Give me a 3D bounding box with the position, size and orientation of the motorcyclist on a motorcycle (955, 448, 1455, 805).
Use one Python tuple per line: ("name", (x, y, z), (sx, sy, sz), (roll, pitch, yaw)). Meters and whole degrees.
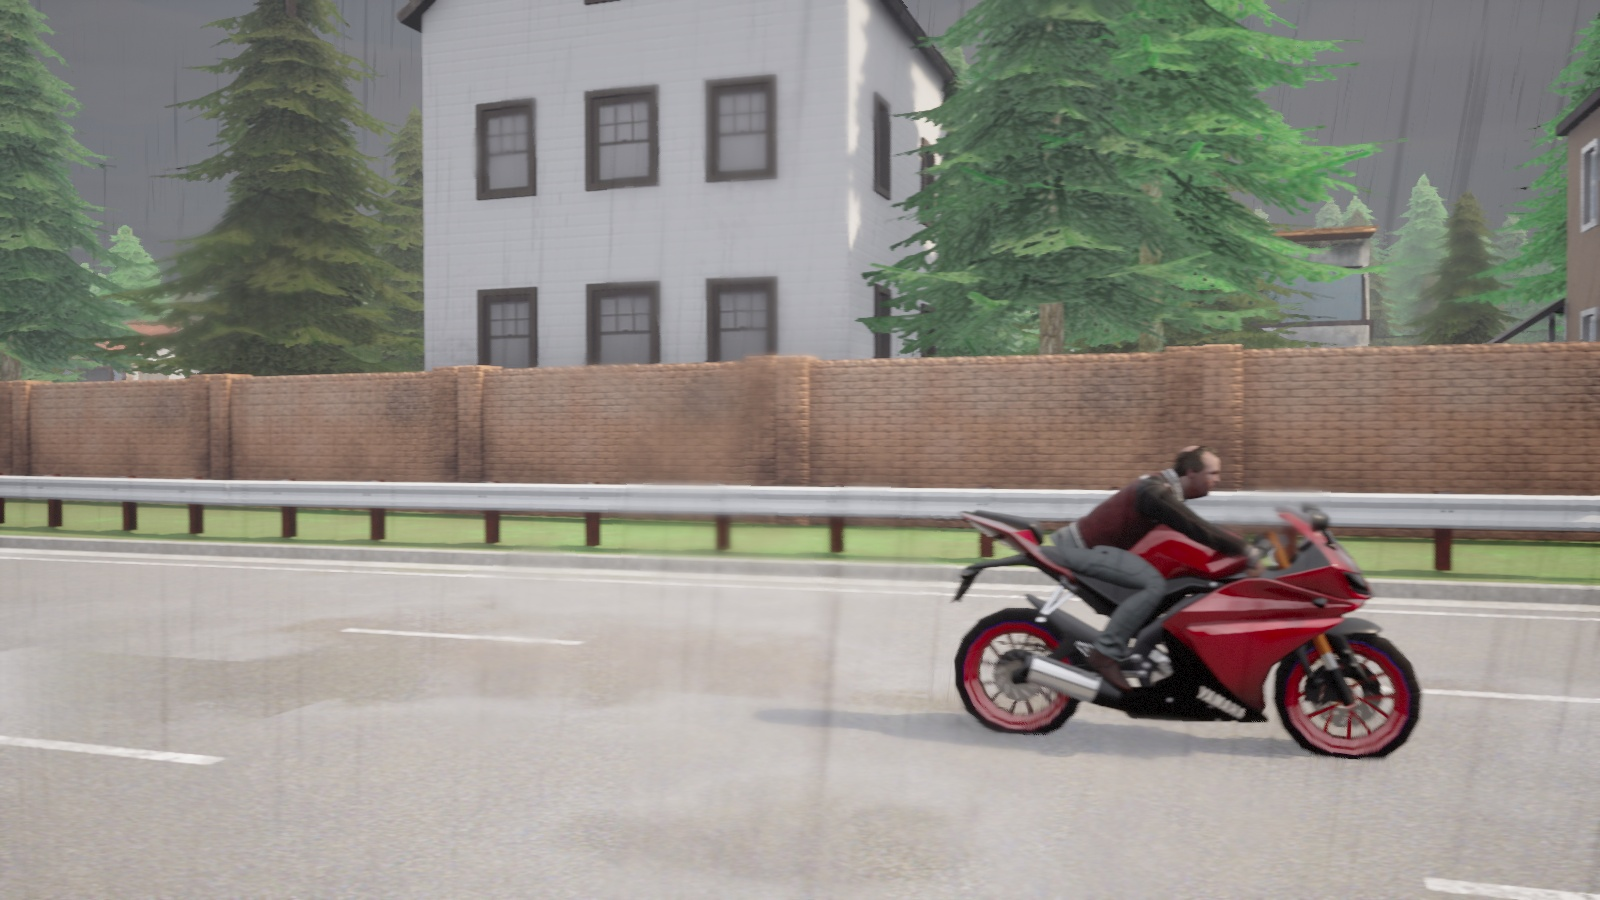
("motorcyclist on a motorcycle", (1.945, 0.769, 6.232), (2.191, 1.530, 0.866), (1, 1, 19))
